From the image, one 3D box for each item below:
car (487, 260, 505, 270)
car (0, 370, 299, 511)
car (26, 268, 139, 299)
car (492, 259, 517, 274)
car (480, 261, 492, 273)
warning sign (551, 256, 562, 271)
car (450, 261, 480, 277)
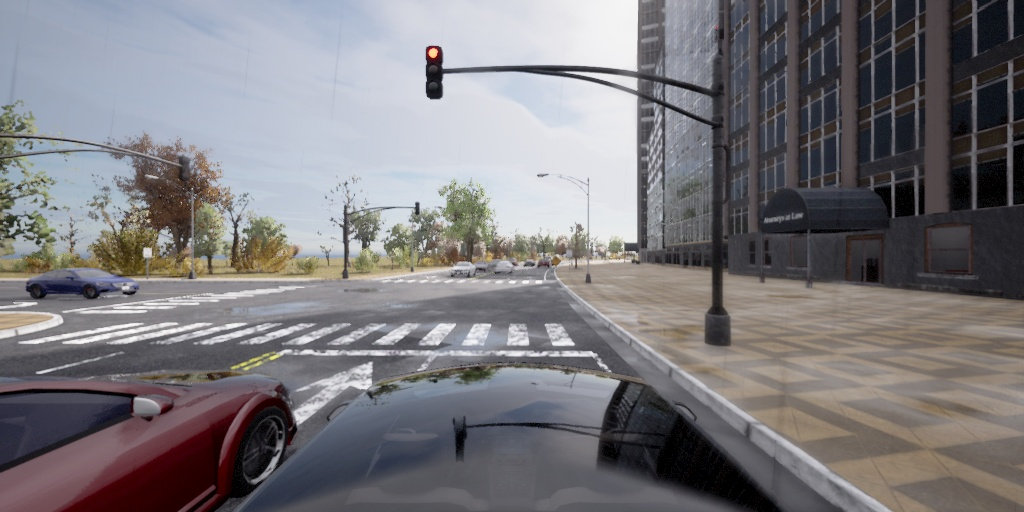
[{"bbox_3d":[-2.456,1.353,55.912,1.837,1.490,4.892,0,0,9],"label":"car"},{"bbox_3d":[-3.108,1.314,1.842,1.994,1.385,4.181,0,0,0],"label":"car"},{"bbox_3d":[-21.668,1.352,18.117,4.674,1.442,1.812,0,0,4],"label":"car"},{"bbox_3d":[-0.827,1.347,41.918,1.812,1.442,4.674,0,0,6],"label":"car"},{"bbox_3d":[-3.833,1.375,45.961,2.033,1.411,5.357,0,0,6],"label":"car"},{"bbox_3d":[5.411,0.944,43.988,1.300,1.860,1.060,0,0,7],"label":"warning sign"},{"bbox_3d":[-4.868,1.335,36.329,1.812,1.442,4.674,0,0,6],"label":"car"}]
